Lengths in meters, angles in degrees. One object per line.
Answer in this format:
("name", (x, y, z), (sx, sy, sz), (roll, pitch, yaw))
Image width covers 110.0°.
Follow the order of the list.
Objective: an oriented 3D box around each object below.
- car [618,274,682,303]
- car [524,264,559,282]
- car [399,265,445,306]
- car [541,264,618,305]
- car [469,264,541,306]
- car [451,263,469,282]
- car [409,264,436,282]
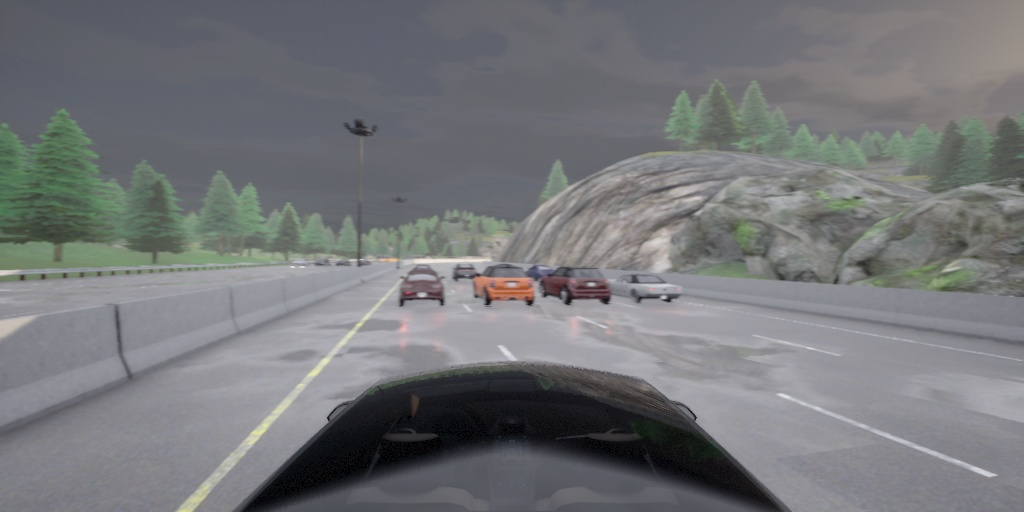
("car", (6.265, 1.559, 18.228), (1.895, 1.301, 4.718), (1, 0, -14))
("car", (2.582, 1.534, 33.071), (1.812, 1.442, 4.674), (1, 0, -14))
("car", (-3.991, 1.317, 15.983), (1.812, 1.442, 4.674), (1, 0, -14))
("car", (2.879, 1.252, 17.363), (2.097, 1.767, 4.553), (1, -1, -14))
("car", (-0.518, 1.196, 16.519), (2.097, 1.767, 4.553), (1, -1, -14))
("car", (-4.186, 1.388, 31.280), (2.128, 1.511, 4.902), (1, 0, -14))
("car", (-7.585, 1.404, 30.437), (1.994, 1.385, 4.181), (1, 0, -14))
